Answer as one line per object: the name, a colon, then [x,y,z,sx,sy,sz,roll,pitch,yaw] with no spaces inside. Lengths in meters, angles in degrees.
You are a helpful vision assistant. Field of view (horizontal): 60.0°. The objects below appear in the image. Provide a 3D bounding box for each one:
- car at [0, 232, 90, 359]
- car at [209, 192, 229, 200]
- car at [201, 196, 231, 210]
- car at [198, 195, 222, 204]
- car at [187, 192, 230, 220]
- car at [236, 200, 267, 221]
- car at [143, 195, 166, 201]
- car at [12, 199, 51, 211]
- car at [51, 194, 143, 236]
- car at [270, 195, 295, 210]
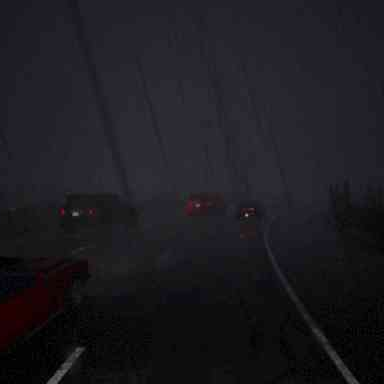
car: [-3.119,1.564,4.706,1.895,1.301,4.718,0,0,4]
car: [5.323,0.759,64.916,1.882,1.535,5.008,0,0,32]
car: [3.000,1.245,40.172,1.882,1.535,5.008,0,0,26]
car: [3.070,1.188,54.804,1.837,1.490,4.892,0,0,32]
car: [1.282,1.063,26.988,2.150,2.045,5.566,0,0,18]
car: [4.607,1.363,25.764,1.837,1.490,4.892,0,0,18]
car: [-6.104,1.159,53.174,2.128,1.511,4.902,0,0,31]
car: [-13.072,1.322,28.402,1.812,1.442,4.674,0,0,17]
car: [-4.792,1.102,17.892,2.150,2.045,5.566,0,0,12]
car: [11.047,1.138,40.407,2.097,1.767,4.553,0,0,28]
